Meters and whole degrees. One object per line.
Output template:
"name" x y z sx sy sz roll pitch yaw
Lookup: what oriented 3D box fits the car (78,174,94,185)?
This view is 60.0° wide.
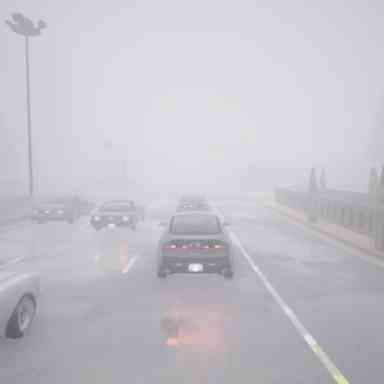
"car" -21.255 -2.568 67.350 2.150 2.045 5.566 0 4 0

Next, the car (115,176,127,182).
"car" -17.821 -3.302 83.626 1.812 1.442 4.674 0 4 0

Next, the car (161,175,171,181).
"car" -7.347 -3.699 89.803 1.812 1.442 4.674 0 4 0

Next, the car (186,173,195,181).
"car" -0.342 -3.934 88.595 2.150 2.045 5.566 0 4 0

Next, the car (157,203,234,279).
"car" 0.077 1.308 9.523 1.837 1.490 4.892 0 1 0

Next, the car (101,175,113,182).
"car" -21.321 -3.347 83.609 1.882 1.535 5.008 0 4 0

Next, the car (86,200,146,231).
"car" -3.446 1.028 16.479 1.895 1.301 4.718 0 4 0

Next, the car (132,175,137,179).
"car" -14.321 -3.474 83.659 2.097 1.767 4.553 0 4 0

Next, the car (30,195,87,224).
"car" -6.954 0.849 18.476 2.033 1.411 5.357 0 4 0

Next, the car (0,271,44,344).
"car" -3.407 1.572 3.482 1.895 1.301 4.718 0 1 0

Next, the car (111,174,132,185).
"car" -14.255 -2.574 67.414 2.150 2.045 5.566 0 4 0

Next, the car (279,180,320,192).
"car" 13.409 -0.730 40.334 4.553 1.767 2.097 0 4 2

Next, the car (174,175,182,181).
"car" -3.847 -3.701 89.817 1.812 1.442 4.674 0 4 0

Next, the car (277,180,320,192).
"car" 13.964 -0.813 43.847 4.902 1.511 2.128 0 4 2

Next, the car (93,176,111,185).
"car" -17.755 -2.257 67.414 2.033 1.411 5.357 0 4 0

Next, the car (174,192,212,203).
"car" 0.047 0.780 18.947 1.837 1.490 4.892 0 4 0
